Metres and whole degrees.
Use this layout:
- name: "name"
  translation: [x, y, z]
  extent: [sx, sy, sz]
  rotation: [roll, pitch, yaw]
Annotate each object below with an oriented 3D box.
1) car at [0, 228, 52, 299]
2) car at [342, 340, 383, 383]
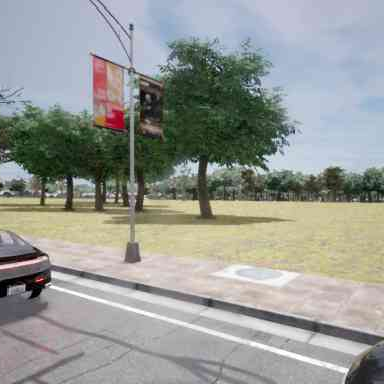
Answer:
- name: "car"
  translation: [-5.040, 1.515, 7.253]
  extent: [4.902, 1.511, 2.128]
  rotation: [0, 0, 36]
- name: "car"
  translation: [3.234, 1.493, 1.368]
  extent: [4.902, 1.511, 2.128]
  rotation: [0, 0, 36]
